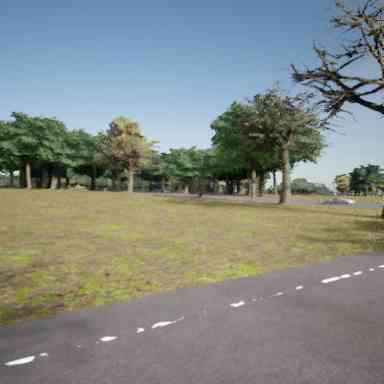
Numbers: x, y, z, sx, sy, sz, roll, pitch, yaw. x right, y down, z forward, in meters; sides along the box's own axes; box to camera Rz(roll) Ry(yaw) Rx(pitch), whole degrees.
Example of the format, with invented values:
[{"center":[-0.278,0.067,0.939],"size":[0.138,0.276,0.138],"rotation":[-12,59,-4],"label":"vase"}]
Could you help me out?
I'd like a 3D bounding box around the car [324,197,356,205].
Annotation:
[{"center":[24.808,1.517,55.938],"size":[1.895,1.301,4.718],"rotation":[0,2,-35],"label":"car"}]
